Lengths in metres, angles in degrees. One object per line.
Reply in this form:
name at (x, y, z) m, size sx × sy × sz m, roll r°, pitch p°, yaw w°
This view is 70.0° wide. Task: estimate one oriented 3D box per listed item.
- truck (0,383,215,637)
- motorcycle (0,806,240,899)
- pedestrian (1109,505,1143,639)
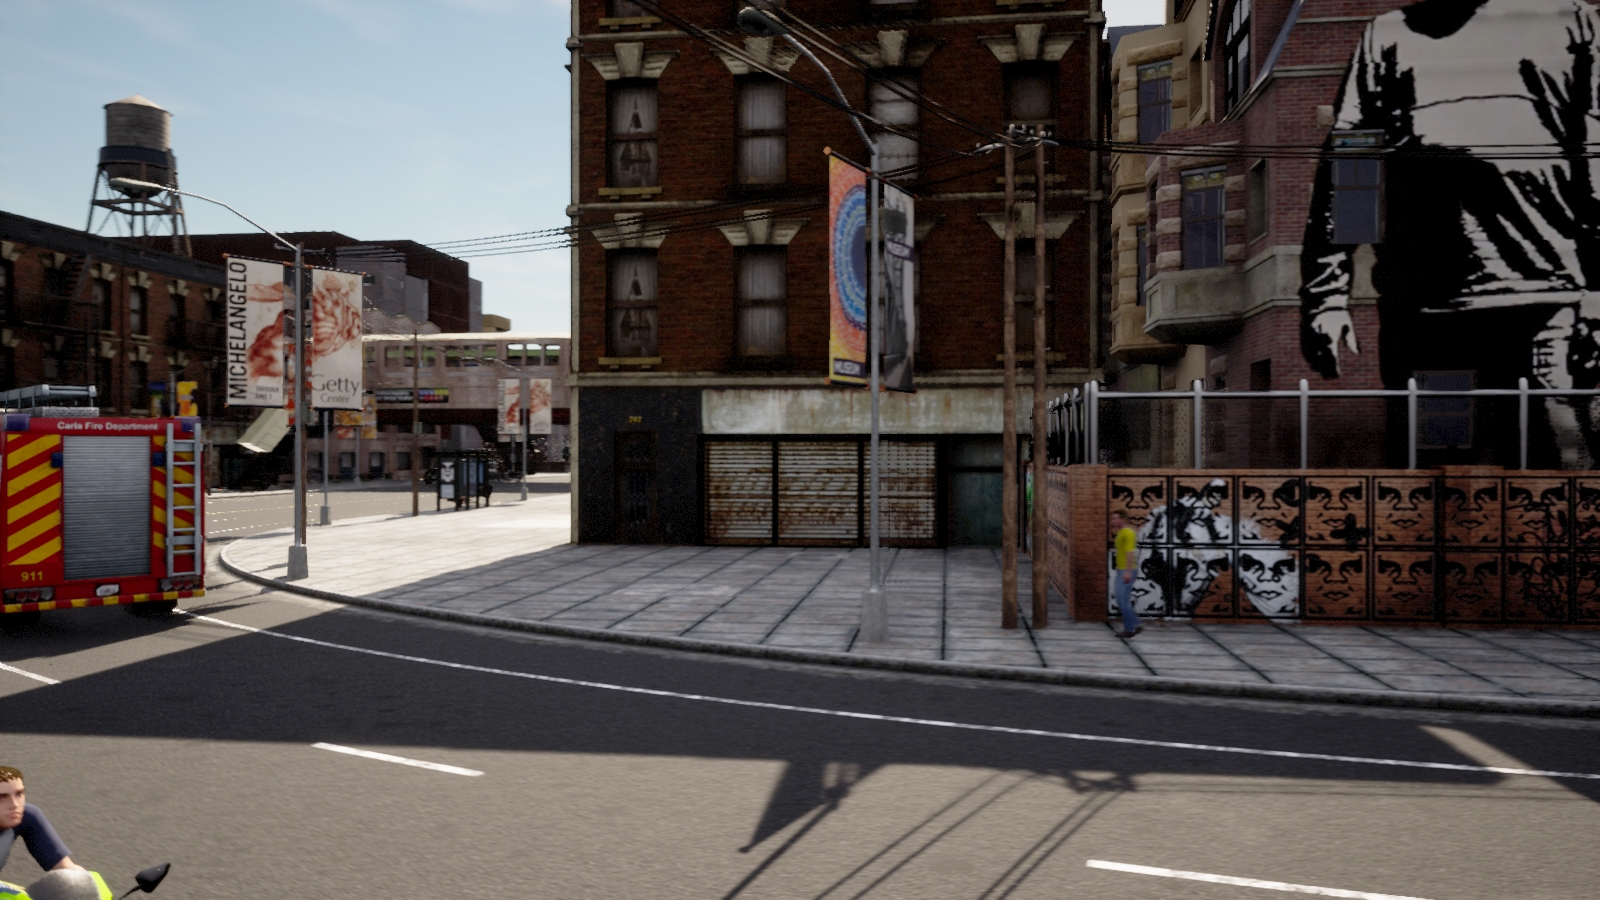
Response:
truck at (-13.854, 0.908, 21.289) m, size 2.891 × 3.827 × 8.468 m, roll 0°, pitch 0°, yaw -44°
motorcycle at (-3.353, 2.217, 4.672) m, size 2.033 × 1.145 × 0.803 m, roll 0°, pitch -1°, yaw 26°
pedestrian at (4.608, 1.716, 16.148) m, size 0.375 × 1.860 × 0.375 m, roll 0°, pitch 0°, yaw 2°
